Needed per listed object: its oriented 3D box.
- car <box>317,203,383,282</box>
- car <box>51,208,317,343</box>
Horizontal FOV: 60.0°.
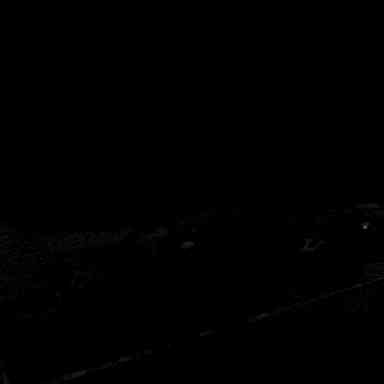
[{"bbox_3d":[4.548,1.290,9.877,5.009,1.841,2.192,0,0,-35],"label":"car"},{"bbox_3d":[-0.022,1.305,6.625,5.009,1.841,2.192,0,0,-35],"label":"car"}]
